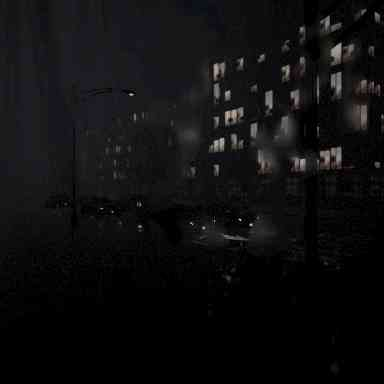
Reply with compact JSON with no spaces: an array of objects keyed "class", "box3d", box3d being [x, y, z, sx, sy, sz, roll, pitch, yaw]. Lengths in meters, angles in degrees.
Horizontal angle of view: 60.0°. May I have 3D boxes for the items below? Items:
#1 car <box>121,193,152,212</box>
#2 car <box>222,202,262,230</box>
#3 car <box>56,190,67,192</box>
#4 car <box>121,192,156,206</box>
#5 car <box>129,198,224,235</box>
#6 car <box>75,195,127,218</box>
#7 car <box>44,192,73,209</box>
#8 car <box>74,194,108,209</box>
[{"class":"car","box3d":[-4.613,0.911,27.468,2.097,1.767,4.553,0,1,-38]},{"class":"car","box3d":[1.576,1.289,19.667,2.033,1.411,5.357,0,1,-36]},{"class":"car","box3d":[-25.406,0.300,64.824,1.812,1.442,4.674,0,1,-38]},{"class":"car","box3d":[-6.657,0.827,40.904,2.128,1.511,4.902,0,1,-38]},{"class":"car","box3d":[-1.030,1.292,17.668,2.033,1.411,5.357,0,1,-38]},{"class":"car","box3d":[-7.043,1.092,25.294,1.812,1.442,4.674,0,1,-38]},{"class":"car","box3d":[-13.242,0.947,33.193,1.994,1.385,4.181,0,1,-38]},{"class":"car","box3d":[-10.810,0.976,35.360,1.895,1.301,4.718,0,1,-38]}]
